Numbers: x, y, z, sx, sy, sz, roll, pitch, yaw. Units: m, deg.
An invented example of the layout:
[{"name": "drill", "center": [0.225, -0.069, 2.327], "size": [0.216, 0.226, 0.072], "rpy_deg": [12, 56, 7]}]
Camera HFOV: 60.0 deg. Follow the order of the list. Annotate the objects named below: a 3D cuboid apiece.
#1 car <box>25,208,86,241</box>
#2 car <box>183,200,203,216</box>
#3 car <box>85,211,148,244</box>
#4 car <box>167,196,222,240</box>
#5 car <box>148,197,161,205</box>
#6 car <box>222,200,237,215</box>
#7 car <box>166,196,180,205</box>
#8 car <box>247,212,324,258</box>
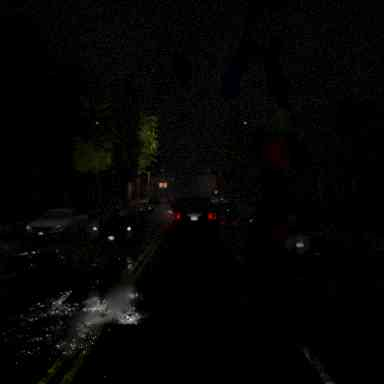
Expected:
[{"name": "car", "center": [-6.604, 1.542, 16.851], "size": [1.812, 1.442, 4.674], "rpy_deg": [0, 0, 0]}, {"name": "car", "center": [0.096, 1.587, 34.212], "size": [1.994, 1.385, 4.181], "rpy_deg": [0, 0, 0]}, {"name": "car", "center": [-3.354, 1.617, 16.085], "size": [1.895, 1.301, 4.718], "rpy_deg": [0, 0, 0]}, {"name": "car", "center": [0.098, 1.238, 17.146], "size": [2.150, 2.045, 5.566], "rpy_deg": [0, 0, 0]}, {"name": "car", "center": [-6.545, 1.552, 58.802], "size": [2.033, 1.411, 5.357], "rpy_deg": [0, 0, 1]}, {"name": "car", "center": [3.346, 1.515, 33.687], "size": [2.128, 1.511, 4.902], "rpy_deg": [0, 0, 0]}, {"name": "car", "center": [-3.305, 1.495, 58.736], "size": [2.128, 1.511, 4.902], "rpy_deg": [0, 0, 0]}, {"name": "car", "center": [3.347, 1.491, 12.773], "size": [1.882, 1.535, 5.008], "rpy_deg": [0, 0, 0]}]
